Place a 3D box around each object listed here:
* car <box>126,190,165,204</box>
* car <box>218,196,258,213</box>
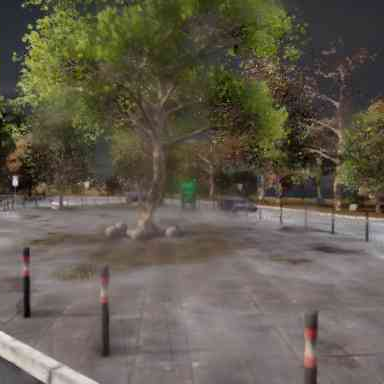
[{"bbox_3d":[-5.565,0.545,40.320,4.553,1.767,2.097,1,1,7],"label":"car"},{"bbox_3d":[3.980,1.080,29.326,1.994,1.385,4.181,1,1,-24],"label":"car"}]
